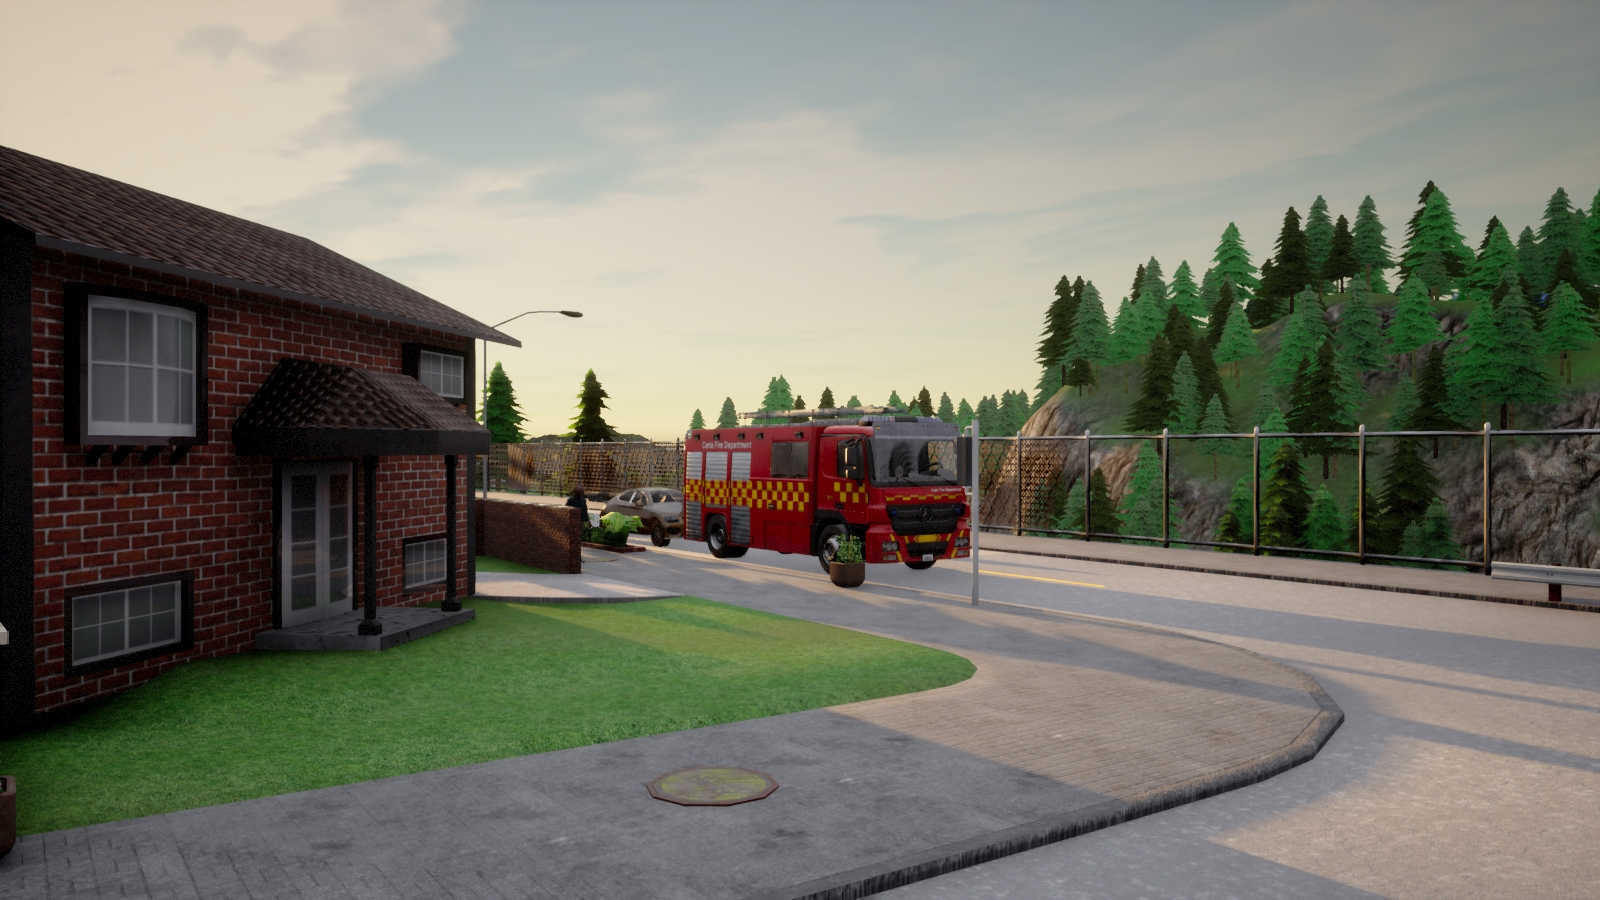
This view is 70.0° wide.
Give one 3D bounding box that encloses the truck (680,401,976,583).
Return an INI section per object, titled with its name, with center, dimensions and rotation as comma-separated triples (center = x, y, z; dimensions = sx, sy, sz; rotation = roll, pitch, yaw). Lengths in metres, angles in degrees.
[truck]
center = 0.353, 0.890, 28.322
dimensions = 2.891, 3.827, 8.468
rotation = 0, 0, -35

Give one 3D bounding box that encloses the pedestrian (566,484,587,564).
[pedestrian]
center = -5.320, 1.745, 27.176
dimensions = 0.375, 1.860, 0.375
rotation = 0, 0, -38

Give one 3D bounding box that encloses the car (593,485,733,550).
[car]
center = -4.286, 1.991, 34.963
dimensions = 2.152, 1.651, 5.027
rotation = 0, 0, -35
